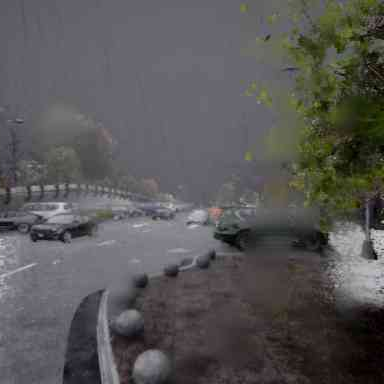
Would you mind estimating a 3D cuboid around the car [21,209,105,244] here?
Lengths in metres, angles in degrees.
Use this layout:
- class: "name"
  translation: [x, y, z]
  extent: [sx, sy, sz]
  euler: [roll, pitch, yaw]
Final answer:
- class: "car"
  translation: [-7.056, 1.944, 18.880]
  extent: [1.882, 1.535, 5.008]
  euler: [1, -2, 9]

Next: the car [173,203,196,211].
- class: "car"
  translation: [-2.003, 3.728, 84.792]
  extent: [5.566, 2.045, 2.435]
  euler: [0, -2, -10]

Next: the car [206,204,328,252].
- class: "car"
  translation: [3.803, 1.790, 16.428]
  extent: [5.566, 2.045, 2.435]
  euler: [2, -2, -10]

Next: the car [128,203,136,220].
- class: "car"
  translation: [-9.409, 2.424, 40.105]
  extent: [4.553, 1.767, 2.185]
  euler: [0, -2, -10]

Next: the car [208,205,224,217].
- class: "car"
  translation: [3.796, 2.973, 52.331]
  extent: [2.097, 1.767, 4.553]
  euler: [1, -2, 10]

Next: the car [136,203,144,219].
- class: "car"
  translation: [-8.918, 2.520, 43.093]
  extent: [4.553, 1.767, 2.185]
  euler: [0, -2, -11]

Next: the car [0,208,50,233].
- class: "car"
  translation: [-12.456, 2.002, 22.213]
  extent: [4.792, 1.488, 2.163]
  euler: [0, -2, -10]

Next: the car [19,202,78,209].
- class: "car"
  translation: [-11.959, 1.818, 25.204]
  extent: [5.566, 2.045, 2.435]
  euler: [0, -2, -10]

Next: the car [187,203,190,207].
- class: "car"
  translation: [-3.504, 3.568, 75.862]
  extent: [4.553, 1.767, 2.185]
  euler: [0, -2, -11]

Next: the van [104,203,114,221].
- class: "van"
  translation: [-10.556, 2.131, 34.131]
  extent: [4.442, 1.987, 1.878]
  euler: [0, -2, -11]

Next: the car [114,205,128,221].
- class: "car"
  translation: [-9.952, 2.455, 37.131]
  extent: [4.892, 1.521, 2.231]
  euler: [0, -2, -11]

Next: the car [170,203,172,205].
- class: "car"
  translation: [-6.447, 3.123, 57.973]
  extent: [4.892, 1.521, 2.231]
  euler: [0, -2, -10]

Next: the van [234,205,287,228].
- class: "van"
  translation: [6.331, 2.290, 31.022]
  extent: [4.442, 1.987, 1.878]
  euler: [2, -2, -10]

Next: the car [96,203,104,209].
- class: "car"
  translation: [-10.974, 2.136, 31.174]
  extent: [4.553, 1.767, 2.185]
  euler: [0, -2, -11]

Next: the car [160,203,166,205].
- class: "car"
  translation: [-7.273, 2.930, 52.062]
  extent: [5.366, 1.575, 1.946]
  euler: [0, -2, -11]

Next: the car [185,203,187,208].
- class: "car"
  translation: [-3.997, 3.473, 72.876]
  extent: [4.553, 1.767, 2.185]
  euler: [0, -2, -10]

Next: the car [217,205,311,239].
- class: "car"
  translation: [4.728, 1.977, 22.236]
  extent: [5.566, 2.045, 2.435]
  euler: [2, -1, -10]

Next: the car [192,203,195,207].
- class: "car"
  translation: [-2.483, 3.886, 81.820]
  extent: [4.892, 1.521, 2.231]
  euler: [0, -2, -11]

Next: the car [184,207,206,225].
- class: "car"
  translation: [0.753, 2.565, 34.202]
  extent: [1.812, 1.442, 4.674]
  euler: [1, -2, 9]

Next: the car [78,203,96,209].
- class: "car"
  translation: [-11.414, 1.915, 28.214]
  extent: [5.566, 2.045, 2.435]
  euler: [0, -2, -11]

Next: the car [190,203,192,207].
- class: "car"
  translation: [-2.944, 3.664, 78.847]
  extent: [4.553, 1.767, 2.185]
  euler: [0, -2, -11]

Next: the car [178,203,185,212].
- class: "car"
  translation: [-4.938, 3.157, 66.938]
  extent: [5.566, 2.045, 2.435]
  euler: [0, -2, -11]

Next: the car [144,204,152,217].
- class: "car"
  translation: [-8.419, 2.771, 46.069]
  extent: [4.792, 1.488, 2.163]
  euler: [0, -2, -10]

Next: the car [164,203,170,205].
- class: "car"
  translation: [-6.924, 2.776, 55.013]
  extent: [5.566, 2.045, 2.435]
  euler: [0, -2, -10]

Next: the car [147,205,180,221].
- class: "car"
  translation: [-3.362, 2.712, 40.450]
  extent: [2.033, 1.411, 5.357]
  euler: [1, -2, 10]

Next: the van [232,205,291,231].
- class: "van"
  translation: [5.843, 2.196, 28.105]
  extent: [4.442, 1.987, 1.878]
  euler: [2, -2, -10]

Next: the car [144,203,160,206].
- class: "car"
  translation: [-7.981, 2.585, 49.046]
  extent: [5.566, 2.045, 2.435]
  euler: [0, -2, -11]

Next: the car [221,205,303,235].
- class: "car"
  translation: [5.217, 2.071, 25.153]
  extent: [5.566, 2.045, 2.435]
  euler: [2, -1, -10]

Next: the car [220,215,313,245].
- class: "car"
  translation: [4.239, 2.163, 19.302]
  extent: [4.792, 1.488, 2.163]
  euler: [2, -1, -11]

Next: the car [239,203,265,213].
- class: "car"
  translation: [14.530, 3.850, 80.598]
  extent: [5.566, 2.045, 2.435]
  euler: [2, -2, -10]
